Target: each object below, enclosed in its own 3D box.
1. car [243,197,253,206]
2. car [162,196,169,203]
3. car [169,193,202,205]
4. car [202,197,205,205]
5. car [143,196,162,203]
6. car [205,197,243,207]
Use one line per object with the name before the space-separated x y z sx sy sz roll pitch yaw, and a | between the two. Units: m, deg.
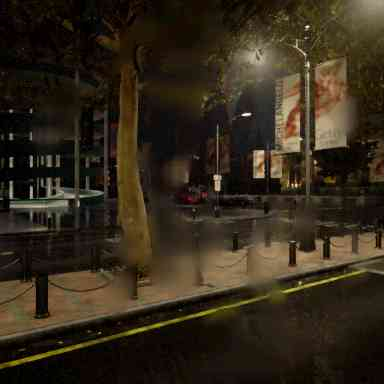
car | 7.516 1.491 52.769 2.128 1.511 4.902 0 0 -35
car | -5.046 1.525 69.189 4.674 1.442 1.812 0 0 45
car | -1.149 1.221 58.927 2.150 2.045 5.566 0 0 -36
car | 1.871 1.547 60.719 2.033 1.411 5.357 0 0 -36
car | -9.092 1.478 67.972 5.008 1.535 1.882 0 0 40
car | 4.758 1.547 50.625 2.033 1.411 5.357 0 0 -35
